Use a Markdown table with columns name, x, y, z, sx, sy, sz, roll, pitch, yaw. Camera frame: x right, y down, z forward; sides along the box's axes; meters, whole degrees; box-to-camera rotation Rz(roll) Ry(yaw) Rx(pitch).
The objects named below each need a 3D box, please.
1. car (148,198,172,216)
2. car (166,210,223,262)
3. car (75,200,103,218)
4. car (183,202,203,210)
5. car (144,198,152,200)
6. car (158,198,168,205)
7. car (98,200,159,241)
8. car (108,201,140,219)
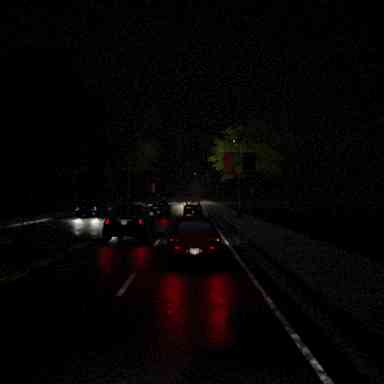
| name | x | y | z | sx | sy | sz | roll | pitch | yaw |
| --- | --- | --- | --- | --- | --- | --- | --- | --- | --- |
| car | -3.156 | 1.726 | 34.103 | 2.128 | 1.511 | 4.902 | 0 | 0 | 0 |
| car | 0.088 | 1.609 | 12.304 | 1.812 | 1.442 | 4.674 | 0 | 0 | 0 |
| car | -9.850 | 1.577 | 32.794 | 2.097 | 1.767 | 4.553 | 0 | 0 | 0 |
| car | 0.093 | 1.727 | 34.143 | 2.128 | 1.511 | 4.902 | 0 | 0 | 0 |
| car | -9.758 | 2.030 | 74.262 | 2.033 | 1.411 | 5.357 | 0 | 0 | 0 |
| car | -6.508 | 2.015 | 74.263 | 1.812 | 1.442 | 4.674 | 0 | 0 | 0 |
| car | -3.157 | 1.471 | 17.556 | 2.097 | 1.767 | 4.553 | 0 | 0 | 0 |
| car | -6.601 | 1.718 | 32.881 | 2.128 | 1.511 | 4.902 | 0 | 0 | 0 |
